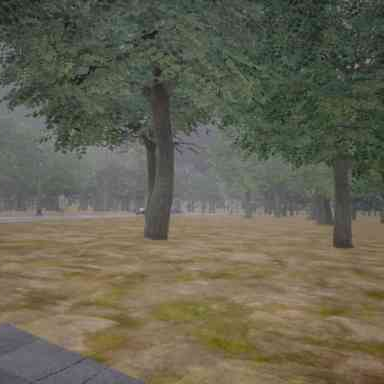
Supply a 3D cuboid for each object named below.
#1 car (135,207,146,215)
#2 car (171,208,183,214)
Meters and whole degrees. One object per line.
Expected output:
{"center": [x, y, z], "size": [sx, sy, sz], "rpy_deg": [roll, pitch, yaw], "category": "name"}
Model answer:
{"center": [-8.510, 3.563, 61.203], "size": [1.812, 1.442, 4.674], "rpy_deg": [0, -3, 29], "category": "car"}
{"center": [-3.874, 3.968, 69.944], "size": [2.033, 1.411, 5.357], "rpy_deg": [0, -3, 28], "category": "car"}
